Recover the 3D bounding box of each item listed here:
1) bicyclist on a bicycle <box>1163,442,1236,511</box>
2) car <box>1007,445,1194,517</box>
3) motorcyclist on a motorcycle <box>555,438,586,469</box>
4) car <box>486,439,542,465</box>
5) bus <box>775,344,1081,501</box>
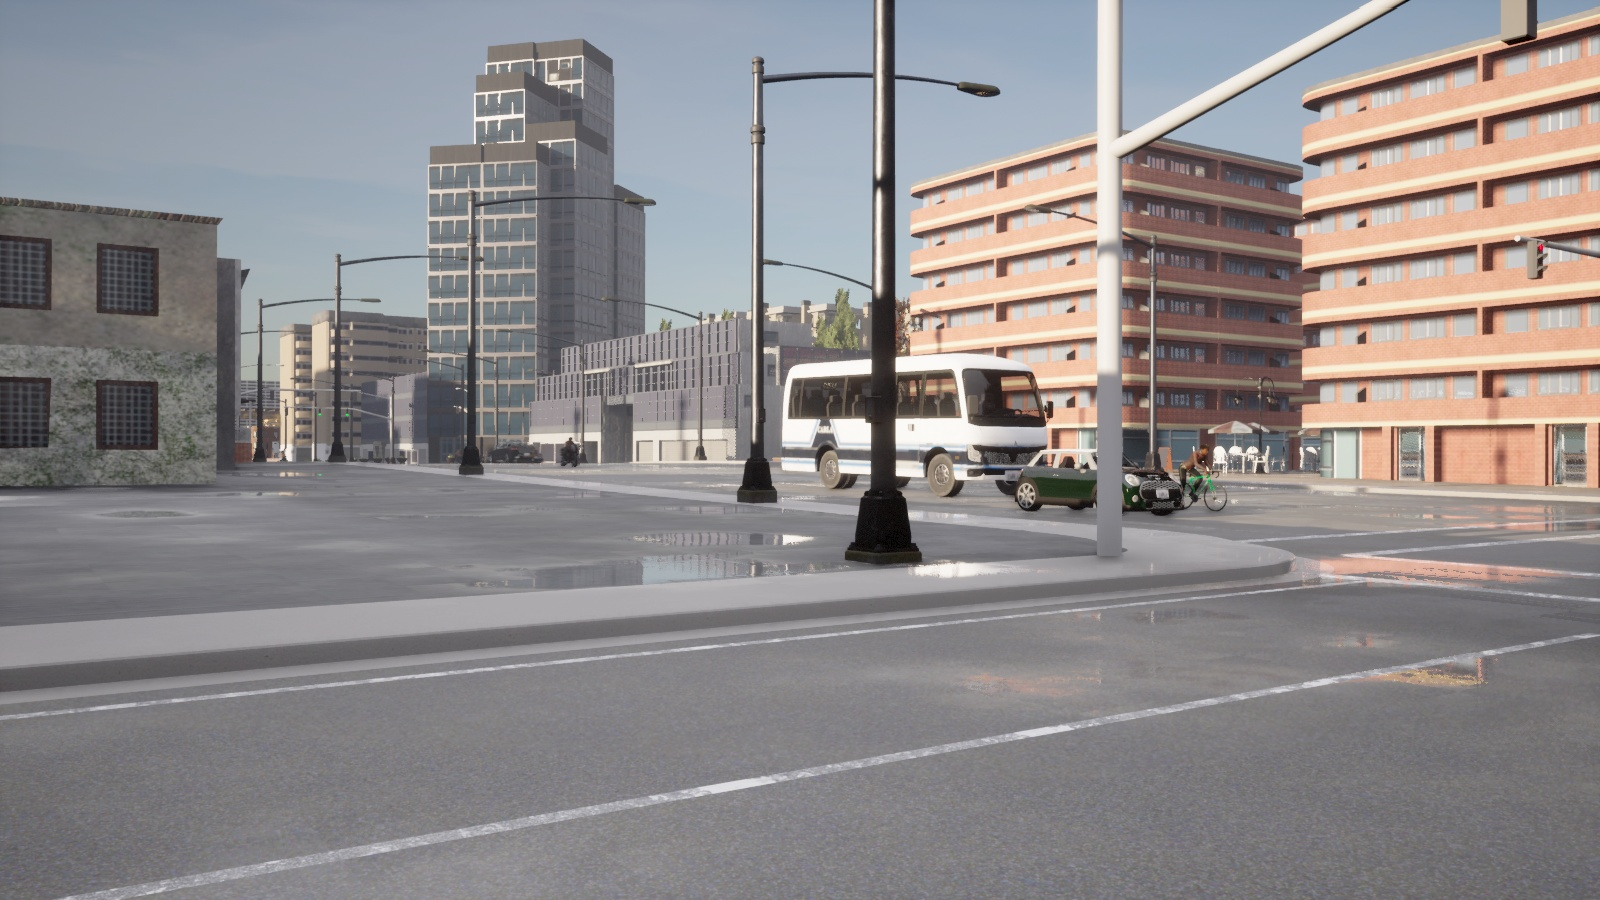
[{"bbox_3d":[9.688,0.629,30.501,0.582,1.620,1.656,0,1,-34],"label":"bicyclist on a bicycle"},{"bbox_3d":[6.768,0.646,28.573,1.970,1.475,3.806,0,1,-33],"label":"car"},{"bbox_3d":[-11.349,0.152,62.050,0.797,1.523,2.044,0,1,-34],"label":"motorcyclist on a motorcycle"},{"bbox_3d":[-20.019,0.151,87.670,2.152,1.651,5.027,0,-2,-34],"label":"car"},{"bbox_3d":[3.641,-0.822,39.568,3.944,4.253,10.273,0,1,-34],"label":"bus"}]
